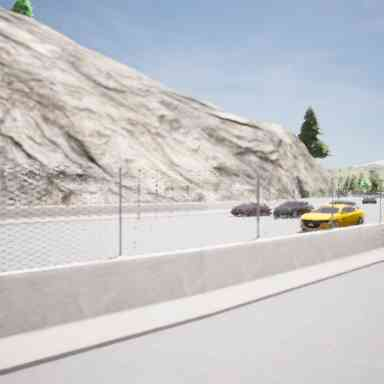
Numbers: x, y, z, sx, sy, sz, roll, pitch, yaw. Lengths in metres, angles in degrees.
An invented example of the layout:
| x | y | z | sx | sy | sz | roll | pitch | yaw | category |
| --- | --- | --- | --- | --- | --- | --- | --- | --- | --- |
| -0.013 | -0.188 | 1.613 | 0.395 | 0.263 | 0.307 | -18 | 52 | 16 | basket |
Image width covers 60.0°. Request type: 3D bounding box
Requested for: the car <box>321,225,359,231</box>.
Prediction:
| x | y | z | sx | sy | sz | roll | pitch | yaw | category |
| --- | --- | --- | --- | --- | --- | --- | --- | --- | --- |
| 8.292 | 1.480 | 19.473 | 5.008 | 1.535 | 1.882 | 0 | 0 | -41 | car |
